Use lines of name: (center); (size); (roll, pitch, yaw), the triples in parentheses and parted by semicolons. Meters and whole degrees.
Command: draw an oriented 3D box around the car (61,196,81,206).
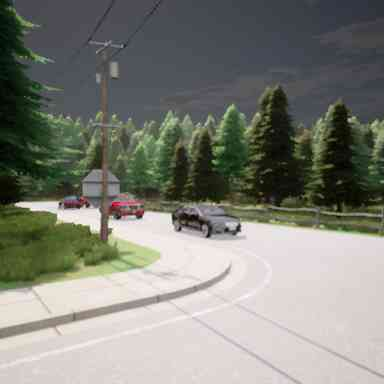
car: (-19.776, 1.391, 54.280); (1.882, 1.535, 5.008); (0, 0, -34)

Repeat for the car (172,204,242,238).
car: (0.633, 1.416, 17.405); (2.128, 1.511, 4.902); (0, 0, -30)

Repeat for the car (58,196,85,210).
car: (-15.111, 1.529, 41.109); (1.895, 1.301, 4.718); (0, 0, -34)

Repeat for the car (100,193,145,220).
car: (-5.920, 1.143, 27.585); (2.150, 2.045, 5.566); (0, 0, -33)

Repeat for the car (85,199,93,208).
car: (-13.926, 1.136, 45.793); (2.150, 2.045, 5.566); (0, 0, -34)
